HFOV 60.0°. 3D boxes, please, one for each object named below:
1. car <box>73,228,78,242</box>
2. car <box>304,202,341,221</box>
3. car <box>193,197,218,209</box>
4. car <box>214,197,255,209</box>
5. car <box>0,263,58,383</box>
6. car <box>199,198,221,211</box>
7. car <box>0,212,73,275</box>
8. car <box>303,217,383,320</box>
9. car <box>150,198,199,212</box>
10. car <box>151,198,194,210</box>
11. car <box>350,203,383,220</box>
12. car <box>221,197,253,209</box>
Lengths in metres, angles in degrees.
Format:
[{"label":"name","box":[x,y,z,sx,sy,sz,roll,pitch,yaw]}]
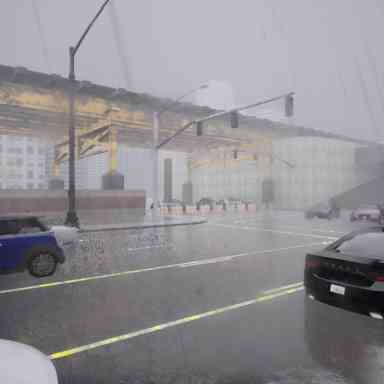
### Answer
[{"label":"car","box":[-6.778,1.601,12.051,4.718,1.301,1.895,0,0,-36]},{"label":"car","box":[10.894,1.547,27.440,2.033,1.411,5.357,0,0,35]},{"label":"car","box":[1.701,1.295,39.975,1.853,1.218,4.536,0,0,18]},{"label":"car","box":[5.565,1.452,43.717,4.974,1.542,2.038,0,0,-7]},{"label":"car","box":[-3.081,1.526,1.541,4.674,1.442,1.812,0,0,-36]},{"label":"car","box":[1.685,1.453,39.925,2.038,1.542,4.974,0,0,18]},{"label":"car","box":[-5.748,1.352,8.490,4.553,1.767,2.097,0,0,-36]},{"label":"car","box":[4.446,1.478,7.010,5.008,1.535,1.882,0,0,-36]},{"label":"car","box":[-2.038,1.453,37.209,4.974,1.542,2.038,0,0,8]},{"label":"car","box":[-2.089,1.295,37.216,4.536,1.218,1.853,0,0,8]},{"label":"car","box":[12.938,1.564,24.288,1.994,1.385,4.181,0,0,37]},{"label":"car","box":[5.513,1.295,43.710,4.536,1.218,1.853,0,0,-7]}]
